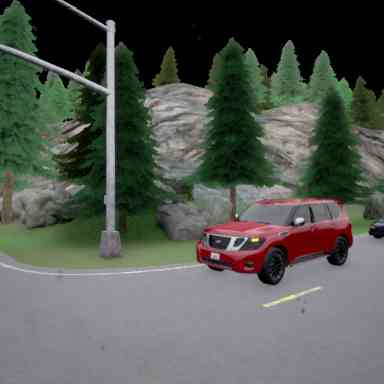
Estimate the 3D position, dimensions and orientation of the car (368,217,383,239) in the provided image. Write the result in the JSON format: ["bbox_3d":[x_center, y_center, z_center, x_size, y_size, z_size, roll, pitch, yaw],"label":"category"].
[{"bbox_3d":[10.777,1.560,16.526,5.357,1.411,2.033,0,0,-39],"label":"car"}]

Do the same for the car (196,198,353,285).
[{"bbox_3d":[2.696,1.225,9.937,5.566,2.045,2.150,0,0,-40],"label":"car"}]
